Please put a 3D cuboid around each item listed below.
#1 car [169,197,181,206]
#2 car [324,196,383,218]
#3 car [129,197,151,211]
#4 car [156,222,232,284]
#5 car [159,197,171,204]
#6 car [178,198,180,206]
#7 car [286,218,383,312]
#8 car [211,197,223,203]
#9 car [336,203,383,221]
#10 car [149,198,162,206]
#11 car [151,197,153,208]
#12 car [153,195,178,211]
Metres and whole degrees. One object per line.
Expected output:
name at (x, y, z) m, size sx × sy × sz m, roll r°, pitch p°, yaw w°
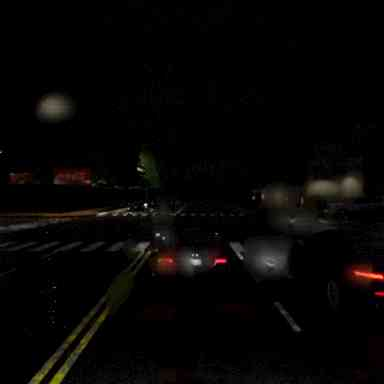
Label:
car at (-3.255, 1.845, 64.489) m, size 1.837 × 1.490 × 4.892 m, roll 0°, pitch 0°, yaw 1°
car at (15.049, 1.383, 30.438) m, size 5.566 × 2.045 × 2.150 m, roll 0°, pitch 0°, yaw 1°
car at (-6.977, 1.738, 43.859) m, size 1.837 × 1.490 × 4.892 m, roll 0°, pitch 0°, yaw 1°
car at (-0.103, 1.600, 9.807) m, size 2.033 × 1.411 × 5.357 m, roll 0°, pitch 0°, yaw -4°
car at (-6.183, 1.876, 76.735) m, size 1.882 × 1.535 × 5.008 m, roll 0°, pitch 0°, yaw 8°
car at (-3.380, 1.890, 54.546) m, size 1.895 × 1.301 × 4.718 m, roll 0°, pitch 0°, yaw 1°
car at (3.591, 1.567, 7.647) m, size 1.812 × 1.442 × 4.674 m, roll 0°, pitch 0°, yaw 0°
car at (6.320, 1.996, 83.635) m, size 1.994 × 1.385 × 4.181 m, roll 0°, pitch 0°, yaw 20°
car at (14.634, 1.744, 26.918) m, size 4.718 × 1.301 × 1.895 m, roll 0°, pitch 0°, yaw 0°
car at (-6.790, 1.898, 62.959) m, size 1.994 × 1.385 × 4.181 m, roll 0°, pitch 0°, yaw 0°
car at (-6.901, 1.633, 52.827) m, size 2.097 × 1.767 × 4.553 m, roll 0°, pitch 0°, yaw 1°
car at (-3.473, 1.459, 44.784) m, size 2.150 × 2.045 × 5.566 m, roll 0°, pitch 0°, yaw 1°
